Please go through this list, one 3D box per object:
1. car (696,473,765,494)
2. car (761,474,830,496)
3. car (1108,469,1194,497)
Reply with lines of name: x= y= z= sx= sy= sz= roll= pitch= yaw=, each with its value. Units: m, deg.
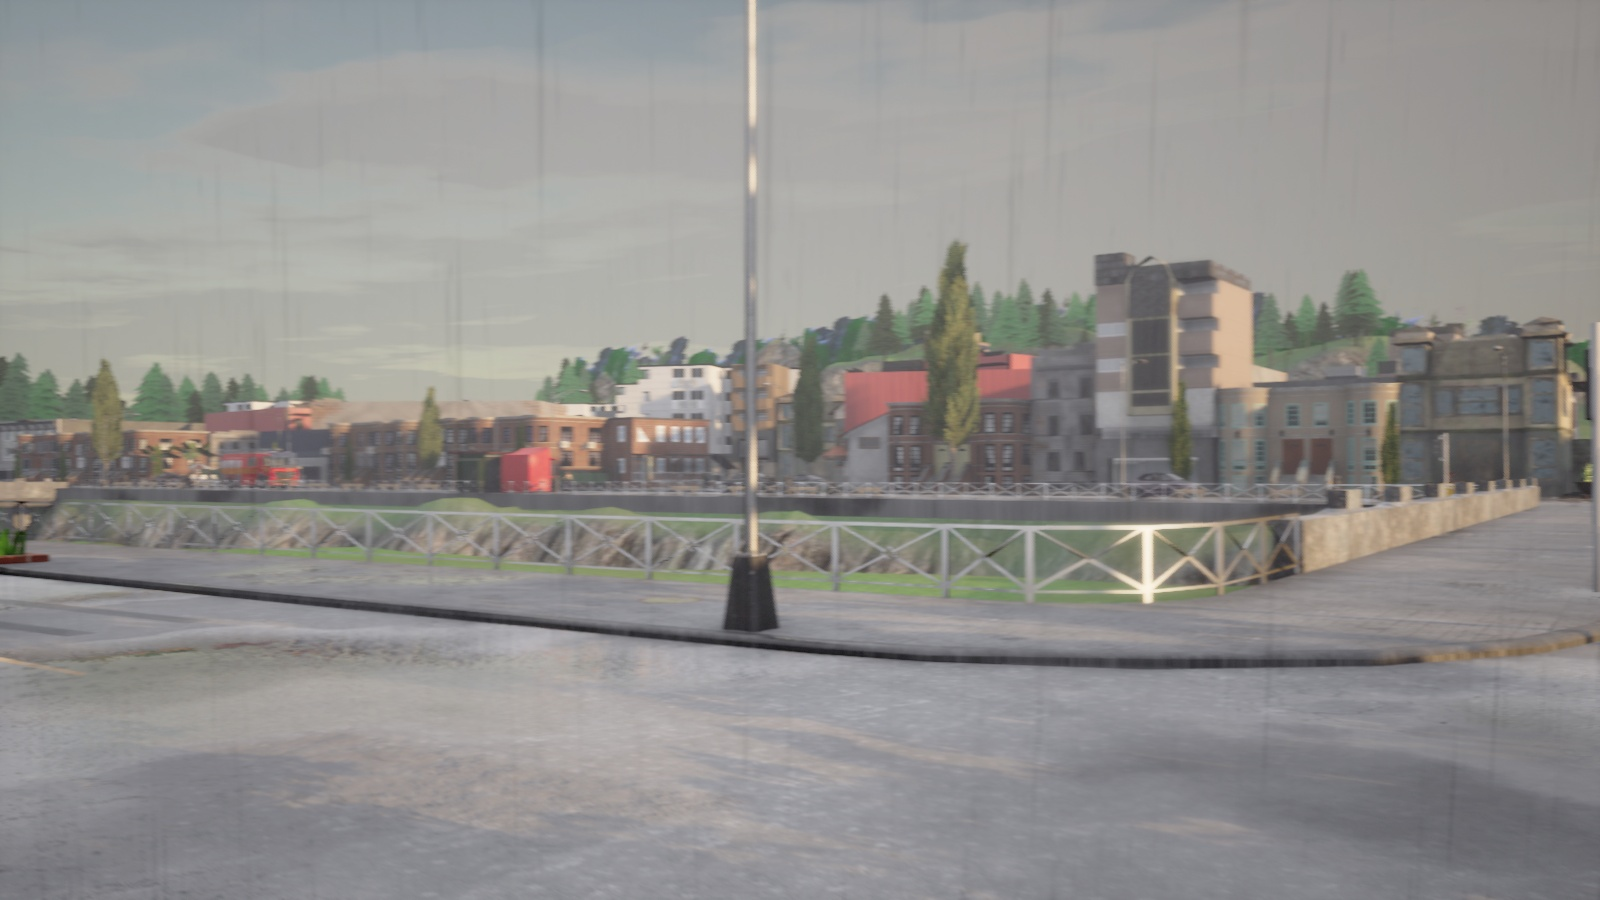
car: x=-5.046 y=2.435 z=90.972 sx=4.892 sy=1.490 sz=1.837 roll=-1 pitch=-1 yaw=34
car: x=-0.314 y=2.309 z=82.959 sx=4.181 sy=1.385 sz=1.994 roll=-1 pitch=-1 yaw=34
car: x=19.459 y=1.833 z=69.633 sx=4.193 sy=1.474 sz=1.816 roll=-1 pitch=-1 yaw=34
